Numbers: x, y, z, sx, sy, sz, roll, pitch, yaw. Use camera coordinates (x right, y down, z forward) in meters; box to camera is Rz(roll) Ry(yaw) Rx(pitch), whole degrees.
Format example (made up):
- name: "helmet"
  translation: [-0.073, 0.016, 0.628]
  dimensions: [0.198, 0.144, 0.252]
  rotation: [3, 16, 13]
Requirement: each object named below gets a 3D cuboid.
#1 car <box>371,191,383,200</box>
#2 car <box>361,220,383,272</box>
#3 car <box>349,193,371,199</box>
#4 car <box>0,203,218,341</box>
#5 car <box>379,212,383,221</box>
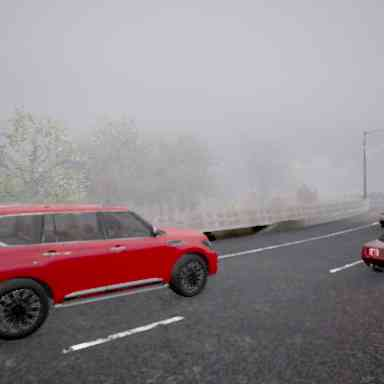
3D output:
- name: "car"
  translation: [42.603, 0.818, 77.151]
  dimensions: [2.150, 2.045, 5.566]
  rotation: [0, 0, 6]
- name: "car"
  translation: [6.723, 1.561, 9.512]
  dimensions: [4.718, 1.301, 1.895]
  rotation: [0, 0, -42]
- name: "car"
  translation: [39.131, 1.092, 77.577]
  dimensions: [1.882, 1.535, 5.008]
  rotation: [0, 0, 6]
- name: "car"
  translation: [-2.042, 1.235, 6.799]
  dimensions: [5.566, 2.045, 2.150]
  rotation: [-1, 0, -37]
- name: "car"
  translation: [13.274, 1.467, 20.930]
  dimensions: [2.033, 1.411, 5.357]
  rotation: [0, 0, 41]
